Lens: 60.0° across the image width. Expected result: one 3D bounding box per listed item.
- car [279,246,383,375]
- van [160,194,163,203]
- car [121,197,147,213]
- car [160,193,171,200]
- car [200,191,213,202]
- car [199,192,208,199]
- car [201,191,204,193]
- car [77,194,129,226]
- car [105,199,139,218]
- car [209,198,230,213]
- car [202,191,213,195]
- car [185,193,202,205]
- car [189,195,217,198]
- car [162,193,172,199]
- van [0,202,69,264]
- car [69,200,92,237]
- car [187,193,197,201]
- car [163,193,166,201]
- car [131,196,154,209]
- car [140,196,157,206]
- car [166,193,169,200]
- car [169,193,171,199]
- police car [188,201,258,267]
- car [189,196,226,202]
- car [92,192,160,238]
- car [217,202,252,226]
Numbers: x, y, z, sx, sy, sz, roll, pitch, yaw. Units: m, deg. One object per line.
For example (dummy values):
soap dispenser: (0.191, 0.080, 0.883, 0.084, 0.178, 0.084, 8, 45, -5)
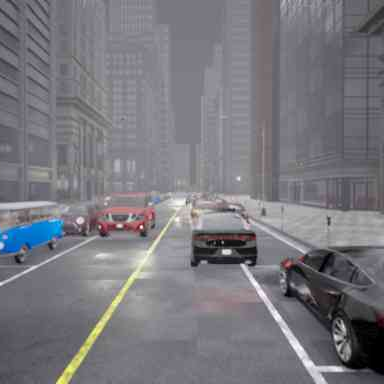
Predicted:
car: (2.756, 1.515, 5.468, 1.947, 1.339, 4.313, 0, 1, 0)
van: (-5.796, 0.895, 50.546, 1.690, 1.788, 3.998, 0, 0, 0)
car: (-5.785, 1.264, 33.638, 1.947, 1.339, 4.313, 0, 1, 0)
car: (-5.809, 0.938, 73.093, 1.947, 1.339, 4.313, 0, 0, 0)
car: (2.722, 0.776, 61.826, 2.192, 1.841, 5.009, 0, 0, 0)
car: (2.713, 0.768, 78.735, 1.967, 1.590, 4.097, 0, 0, 0)
car: (2.725, 0.822, 56.190, 2.192, 1.841, 5.009, 0, 0, 0)
car: (-5.779, 1.113, 22.363, 2.192, 1.841, 5.009, 0, 1, 0)
car: (-5.782, 1.314, 28.002, 1.947, 1.339, 4.313, 0, 1, 0)
car: (2.740, 1.280, 33.649, 1.802, 1.307, 4.206, 0, 0, 0)
car: (2.733, 1.041, 44.920, 1.967, 1.590, 4.097, 0, 0, 0)
car: (-0.009, 1.130, 47.074, 2.033, 1.411, 5.357, 0, 0, 0)
car: (0.884, 1.234, 27.073, 1.882, 1.535, 5.008, 0, 1, 0)
car: (-5.812, 0.879, 78.729, 2.008, 1.369, 4.403, 0, 0, 0)
van: (-5.773, 1.240, 11.090, 1.690, 1.788, 3.998, 0, 1, 0)
car: (-5.776, 1.289, 16.727, 1.967, 1.590, 4.097, 0, 1, 0)
car: (-0.038, 0.944, 64.553, 1.837, 1.490, 4.892, 0, 0, 0)
car: (-5.799, 1.034, 56.013, 1.752, 1.417, 4.829, 0, 0, 0)
car: (-5.788, 1.200, 39.274, 2.008, 1.369, 4.403, 0, 0, 0)
car: (-5.792, 1.183, 44.911, 1.802, 1.307, 4.206, 0, 0, 0)
car: (-5.802, 1.043, 61.821, 1.802, 1.307, 4.206, 0, 0, 0)
car: (-5.805, 0.982, 67.457, 1.947, 1.339, 4.313, 0, 0, 0)
police car: (0.893, 1.323, 11.183, 1.930, 1.638, 5.238, 0, 1, 0)
car: (0.888, 1.264, 21.263, 1.801, 1.575, 5.366, 0, 1, 0)
car: (-3.111, 1.067, 17.031, 2.150, 2.045, 5.566, 0, 1, 0)
car: (2.747, 1.380, 22.376, 1.802, 1.307, 4.206, 0, 1, 0)
